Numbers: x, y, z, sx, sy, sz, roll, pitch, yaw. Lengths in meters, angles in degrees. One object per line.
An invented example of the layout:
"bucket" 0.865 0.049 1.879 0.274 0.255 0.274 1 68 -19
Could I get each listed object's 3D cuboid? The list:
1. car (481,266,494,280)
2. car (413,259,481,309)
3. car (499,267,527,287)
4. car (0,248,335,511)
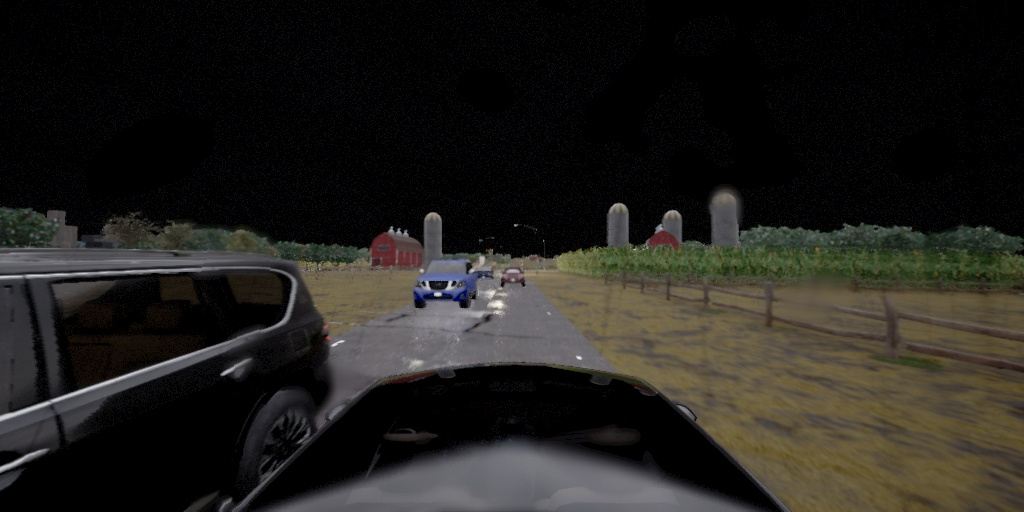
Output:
"car" -2.858 1.805 38.632 2.033 1.411 5.357 0 -1 0
"car" -2.838 1.146 16.448 2.150 2.045 5.566 0 -1 0
"car" 0.077 1.614 28.436 1.812 1.442 4.674 0 -1 0
"car" -2.859 0.967 1.368 2.150 2.045 5.566 0 -1 0
